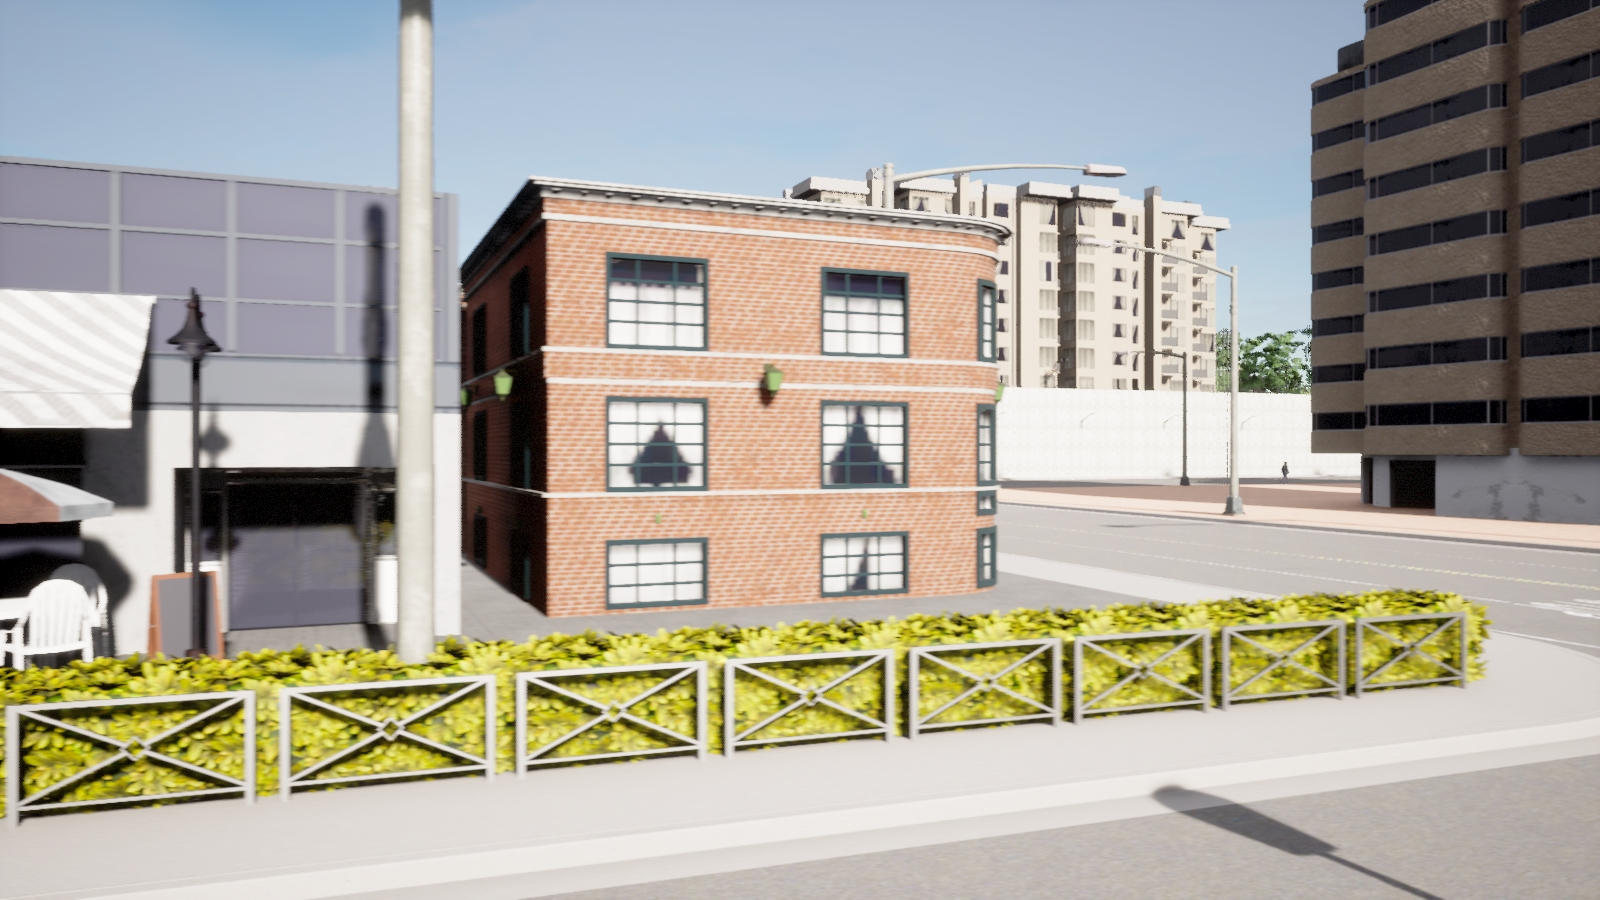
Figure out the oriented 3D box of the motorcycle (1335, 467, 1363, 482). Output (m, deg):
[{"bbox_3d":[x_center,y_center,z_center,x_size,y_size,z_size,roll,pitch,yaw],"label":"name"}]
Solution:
[{"bbox_3d":[48.018,2.173,99.943,2.356,1.277,0.764,0,0,-21],"label":"motorcycle"}]
